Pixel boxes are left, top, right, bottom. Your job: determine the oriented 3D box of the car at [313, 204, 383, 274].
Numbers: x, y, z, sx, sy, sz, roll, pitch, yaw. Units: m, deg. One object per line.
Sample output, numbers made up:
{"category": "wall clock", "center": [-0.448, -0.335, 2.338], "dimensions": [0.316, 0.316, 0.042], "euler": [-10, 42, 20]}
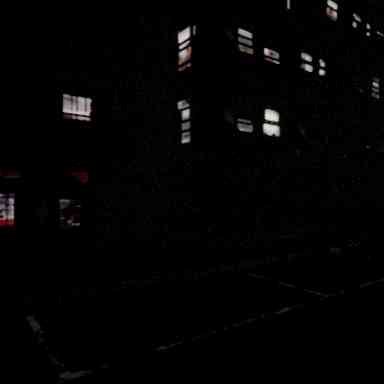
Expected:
{"category": "car", "center": [6.130, 1.342, 10.930], "dimensions": [5.009, 1.841, 2.192], "euler": [0, 0, -36]}
